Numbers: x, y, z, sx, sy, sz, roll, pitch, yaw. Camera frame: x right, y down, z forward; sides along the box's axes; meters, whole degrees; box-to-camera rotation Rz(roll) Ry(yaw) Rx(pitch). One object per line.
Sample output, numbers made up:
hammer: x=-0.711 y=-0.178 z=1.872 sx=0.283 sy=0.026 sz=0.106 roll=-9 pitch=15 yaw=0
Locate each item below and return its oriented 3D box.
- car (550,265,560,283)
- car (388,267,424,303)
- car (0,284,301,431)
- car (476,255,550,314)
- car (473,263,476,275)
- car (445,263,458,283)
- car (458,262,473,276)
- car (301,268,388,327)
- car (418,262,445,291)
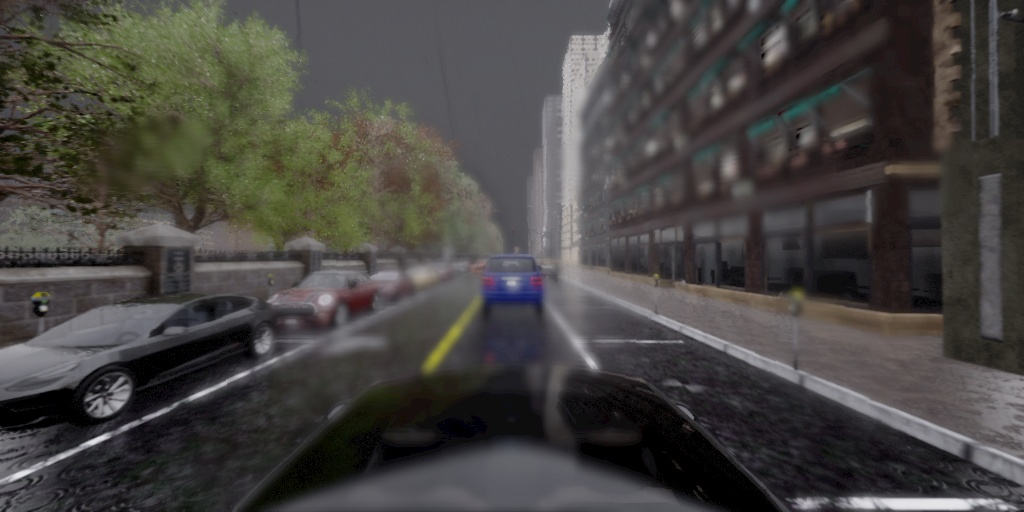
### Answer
car: x=2.699 y=1.349 z=27.915 sx=2.007 sy=1.370 sz=4.403 roll=0 pitch=0 yaw=0
car: x=-5.685 y=1.359 z=16.838 sx=1.802 sy=1.307 sz=4.207 roll=0 pitch=0 yaw=0
car: x=-5.690 y=1.323 z=5.761 sx=1.948 sy=1.339 sz=4.313 roll=0 pitch=0 yaw=0
car: x=0.080 y=0.992 z=13.931 sx=2.150 sy=2.045 sz=5.566 roll=0 pitch=0 yaw=1
car: x=-3.070 y=1.176 z=39.942 sx=2.097 sy=1.767 sz=4.553 roll=0 pitch=0 yaw=0
car: x=-5.682 y=1.239 z=27.916 sx=1.967 sy=1.591 sz=4.097 roll=0 pitch=0 yaw=0
car: x=-5.755 y=1.373 z=38.991 sx=2.007 sy=1.370 sz=4.403 roll=0 pitch=0 yaw=0
car: x=-5.687 y=1.207 z=11.300 sx=1.967 sy=1.591 sz=4.097 roll=0 pitch=0 yaw=0
car: x=-5.683 y=1.313 z=22.207 sx=1.751 sy=1.417 sz=4.829 roll=0 pitch=0 yaw=0
